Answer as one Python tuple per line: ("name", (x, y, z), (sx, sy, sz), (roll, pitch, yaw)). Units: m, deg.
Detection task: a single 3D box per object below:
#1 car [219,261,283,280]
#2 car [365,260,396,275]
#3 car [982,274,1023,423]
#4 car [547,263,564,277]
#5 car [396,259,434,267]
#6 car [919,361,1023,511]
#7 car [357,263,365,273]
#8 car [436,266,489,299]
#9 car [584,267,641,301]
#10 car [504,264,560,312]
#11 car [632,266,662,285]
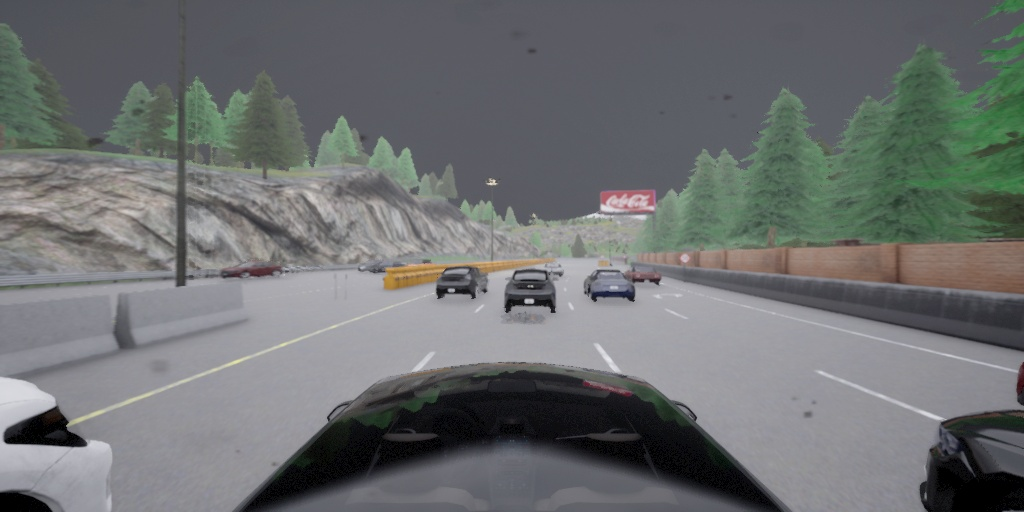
("car", (-22.005, 1.166, 30.460), (1.882, 1.535, 5.008), (0, 0, 10))
("car", (-13.251, 1.261, 39.119), (2.033, 1.411, 5.357), (0, 0, 12))
("car", (7.187, 1.122, 2.406), (2.097, 1.767, 4.553), (0, 0, 0))
("car", (4.168, 1.361, 35.920), (1.895, 1.301, 4.718), (0, 0, 11))
("car", (-9.920, 1.074, 37.917), (2.097, 1.767, 4.553), (0, 0, 12))
("car", (3.673, 1.252, 0.338), (2.128, 1.511, 4.902), (0, 0, 0))
("car", (-16.163, 1.197, 42.273), (2.128, 1.511, 4.902), (0, 0, 12))
("car", (-2.365, 1.248, 17.991), (1.837, 1.490, 4.892), (0, 0, 6))
("car", (4.629, 1.327, 17.460), (1.994, 1.385, 4.181), (0, 0, 6))
("car", (0.779, 1.256, 14.273), (1.837, 1.490, 4.892), (0, 0, 5))
("car", (9.388, 1.378, 26.088), (1.895, 1.301, 4.718), (0, 0, 10))
